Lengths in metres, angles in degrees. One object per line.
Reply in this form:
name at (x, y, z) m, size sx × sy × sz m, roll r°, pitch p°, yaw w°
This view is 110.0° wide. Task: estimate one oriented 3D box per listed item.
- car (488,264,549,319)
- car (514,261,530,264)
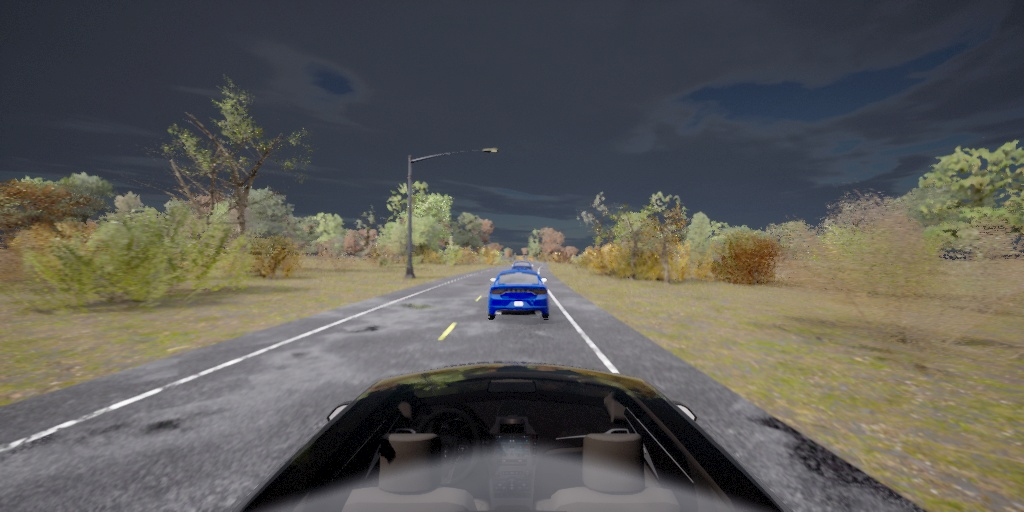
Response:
car at (0.234, 1.214, 12.741) m, size 1.882 × 1.535 × 5.008 m, roll 0°, pitch 0°, yaw 1°
car at (0.946, 1.218, 33.010) m, size 1.882 × 1.535 × 5.008 m, roll 0°, pitch 0°, yaw 3°
